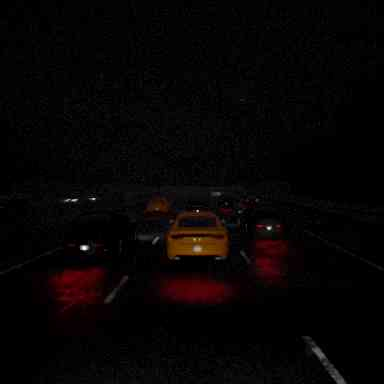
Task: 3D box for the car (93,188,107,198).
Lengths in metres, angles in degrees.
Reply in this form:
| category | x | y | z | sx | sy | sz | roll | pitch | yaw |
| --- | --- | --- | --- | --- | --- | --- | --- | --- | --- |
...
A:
| category | x | y | z | sx | sy | sz | roll | pitch | yaw |
| --- | --- | --- | --- | --- | --- | --- | --- | --- | --- |
| car | -19.552 | 0.219 | 71.749 | 2.150 | 2.045 | 5.566 | 0 | 1 | 1 |

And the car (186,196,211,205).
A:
| category | x | y | z | sx | sy | sz | roll | pitch | yaw |
| --- | --- | --- | --- | --- | --- | --- | --- | --- | --- |
| car | 0.515 | 1.301 | 29.823 | 1.837 | 1.490 | 4.892 | 0 | 1 | 1 |

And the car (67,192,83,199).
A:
| category | x | y | z | sx | sy | sz | roll | pitch | yaw |
| --- | --- | --- | --- | --- | --- | --- | --- | --- | --- |
| car | -23.188 | 0.679 | 66.329 | 1.812 | 1.442 | 4.674 | 0 | 1 | 1 |

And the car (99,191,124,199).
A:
| category | x | y | z | sx | sy | sz | roll | pitch | yaw |
| --- | --- | --- | --- | --- | --- | --- | --- | --- | --- |
| car | -13.044 | 1.013 | 54.294 | 1.895 | 1.301 | 4.718 | 0 | 1 | 2 |

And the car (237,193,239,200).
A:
| category | x | y | z | sx | sy | sz | roll | pitch | yaw |
| --- | --- | --- | --- | --- | --- | --- | --- | --- | --- |
| car | 8.009 | 0.912 | 53.796 | 1.837 | 1.490 | 4.892 | 0 | 1 | 1 |

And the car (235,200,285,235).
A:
| category | x | y | z | sx | sy | sz | roll | pitch | yaw |
| --- | --- | --- | --- | --- | --- | --- | --- | --- | --- |
| car | 3.664 | 1.407 | 18.027 | 1.837 | 1.490 | 4.892 | 0 | 0 | 1 |

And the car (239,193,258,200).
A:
| category | x | y | z | sx | sy | sz | roll | pitch | yaw |
| --- | --- | --- | --- | --- | --- | --- | --- | --- | --- |
| car | 7.628 | 1.120 | 43.771 | 1.812 | 1.442 | 4.674 | 0 | 1 | 3 |

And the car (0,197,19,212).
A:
| category | x | y | z | sx | sy | sz | roll | pitch | yaw |
| --- | --- | --- | --- | --- | --- | --- | --- | --- | --- |
| car | -20.463 | 1.265 | 35.267 | 1.812 | 1.442 | 4.674 | 0 | 1 | 1 |

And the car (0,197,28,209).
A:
| category | x | y | z | sx | sy | sz | roll | pitch | yaw |
| --- | --- | --- | --- | --- | --- | --- | --- | --- | --- |
| car | -17.167 | 1.270 | 30.806 | 1.882 | 1.535 | 5.008 | 0 | 1 | 1 |

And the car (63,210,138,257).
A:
| category | x | y | z | sx | sy | sz | roll | pitch | yaw |
| --- | --- | --- | --- | --- | --- | --- | --- | --- | --- |
| car | -3.305 | 1.455 | 12.713 | 1.837 | 1.490 | 4.892 | 0 | 0 | 1 |

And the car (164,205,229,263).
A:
| category | x | y | z | sx | sy | sz | roll | pitch | yaw |
| --- | --- | --- | --- | --- | --- | --- | --- | --- | --- |
| car | 0.185 | 1.434 | 11.831 | 1.882 | 1.535 | 5.008 | 0 | 0 | 1 |

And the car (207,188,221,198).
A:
| category | x | y | z | sx | sy | sz | roll | pitch | yaw |
| --- | --- | --- | --- | --- | --- | --- | --- | --- | --- |
| car | 4.907 | 0.284 | 69.728 | 2.150 | 2.045 | 5.566 | 0 | 1 | 1 |

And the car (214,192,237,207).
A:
| category | x | y | z | sx | sy | sz | roll | pitch | yaw |
| --- | --- | --- | --- | --- | --- | --- | --- | --- | --- |
| car | 4.232 | 1.119 | 42.742 | 1.837 | 1.490 | 4.892 | 0 | 1 | 1 |

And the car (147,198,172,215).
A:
| category | x | y | z | sx | sy | sz | roll | pitch | yaw |
| --- | --- | --- | --- | --- | --- | --- | --- | --- | --- |
| car | -2.957 | 1.259 | 31.091 | 1.882 | 1.535 | 5.008 | 0 | 1 | 1 |
